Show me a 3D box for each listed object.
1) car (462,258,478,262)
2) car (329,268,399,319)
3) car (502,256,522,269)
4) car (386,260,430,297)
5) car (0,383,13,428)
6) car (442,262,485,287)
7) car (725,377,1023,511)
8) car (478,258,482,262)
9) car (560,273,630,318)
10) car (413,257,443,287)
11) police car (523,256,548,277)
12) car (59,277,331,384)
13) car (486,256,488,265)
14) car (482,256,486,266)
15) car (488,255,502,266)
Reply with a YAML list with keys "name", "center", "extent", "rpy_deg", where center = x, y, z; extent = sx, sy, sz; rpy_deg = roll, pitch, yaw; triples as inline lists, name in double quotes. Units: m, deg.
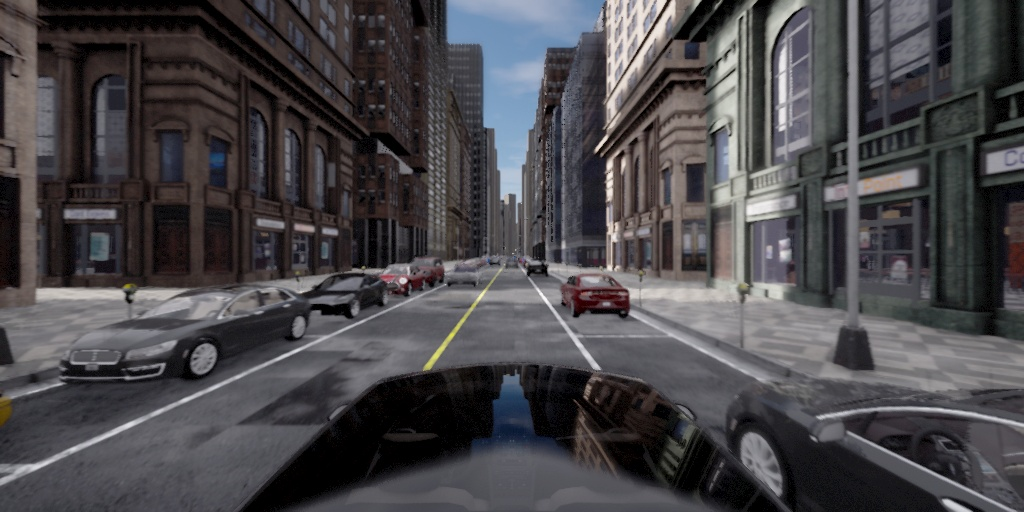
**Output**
- name: "car"
  center: [-5.776, 1.201, 46.315]
  extent: [1.802, 1.307, 4.207]
  rpy_deg: [0, 0, 0]
- name: "car"
  center: [-5.766, 1.283, 12.705]
  extent: [1.948, 1.339, 4.313]
  rpy_deg: [0, 0, 0]
- name: "car"
  center: [-0.013, 1.093, 52.928]
  extent: [2.128, 1.511, 4.902]
  rpy_deg: [0, 0, 0]
- name: "car"
  center: [-5.767, 1.140, 18.306]
  extent: [1.967, 1.591, 4.097]
  rpy_deg: [0, 0, 0]
- name: "car"
  center: [-5.762, 1.276, 1.332]
  extent: [1.751, 1.417, 4.829]
  rpy_deg: [0, 0, 0]
- name: "car"
  center: [-3.105, 1.285, 23.890]
  extent: [1.895, 1.301, 4.718]
  rpy_deg: [0, 0, 0]
- name: "car"
  center: [2.763, 1.301, 1.508]
  extent: [2.007, 1.370, 4.403]
  rpy_deg: [0, 0, 0]
- name: "car"
  center: [-5.777, 1.129, 51.747]
  extent: [1.751, 1.417, 4.829]
  rpy_deg: [0, 0, 0]
- name: "car"
  center: [2.760, 1.262, 12.713]
  extent: [1.888, 1.381, 4.507]
  rpy_deg: [0, 0, 0]
- name: "car"
  center: [-5.769, 0.998, 23.908]
  extent: [2.192, 1.841, 5.009]
  rpy_deg: [0, 0, 0]
- name: "police car"
  center: [2.356, 1.078, 34.511]
  extent: [1.930, 1.638, 5.238]
  rpy_deg: [0, 0, 0]
- name: "car"
  center: [-5.764, 1.284, 7.103]
  extent: [2.007, 1.370, 4.403]
  rpy_deg: [0, 0, 0]
- name: "car"
  center: [-5.781, 1.117, 63.120]
  extent: [1.888, 1.381, 4.507]
  rpy_deg: [0, 0, 0]
- name: "car"
  center: [-5.779, 1.027, 57.518]
  extent: [1.967, 1.591, 4.097]
  rpy_deg: [0, 0, 0]
- name: "car"
  center: [-3.043, 1.066, 64.584]
  extent: [1.837, 1.490, 4.892]
  rpy_deg: [0, 0, 1]
